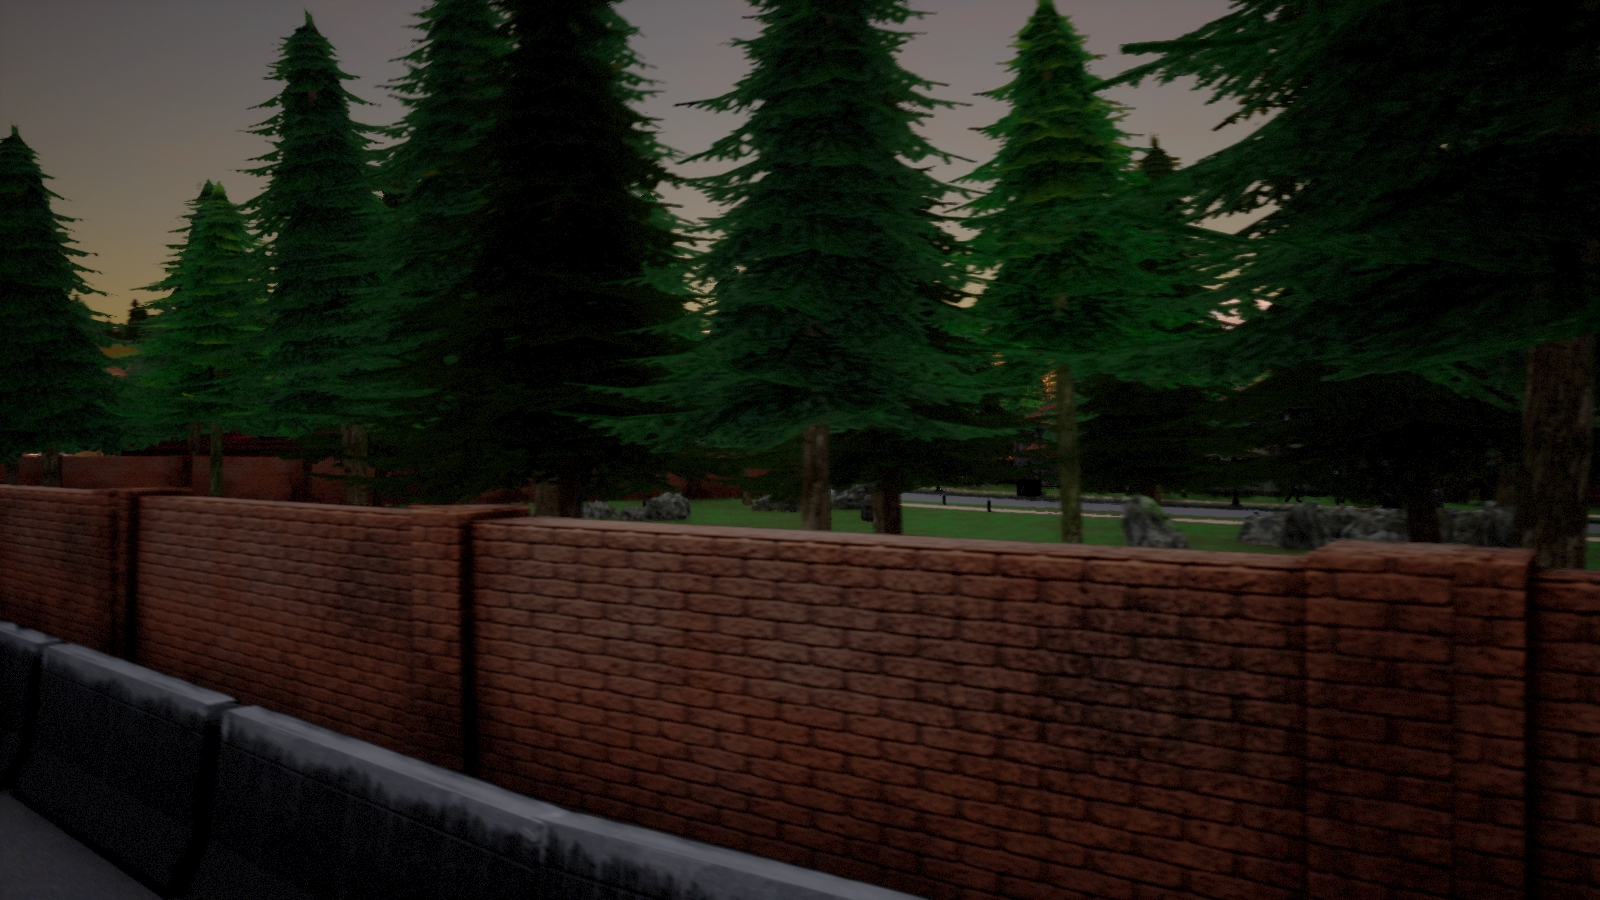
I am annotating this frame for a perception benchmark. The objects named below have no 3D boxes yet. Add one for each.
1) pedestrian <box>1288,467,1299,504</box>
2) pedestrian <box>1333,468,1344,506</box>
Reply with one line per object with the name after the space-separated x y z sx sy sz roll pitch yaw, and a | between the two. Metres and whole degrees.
24.996 1.810 57.888 0.375 1.860 0.375 0 0 -38 | pedestrian
26.281 1.808 55.751 0.375 1.860 0.375 0 0 -36 | pedestrian
